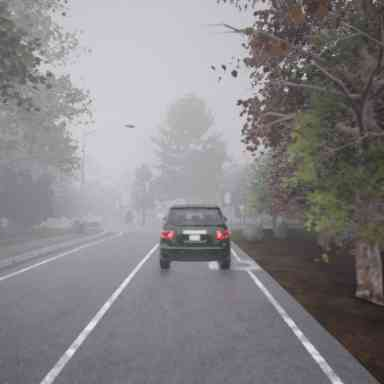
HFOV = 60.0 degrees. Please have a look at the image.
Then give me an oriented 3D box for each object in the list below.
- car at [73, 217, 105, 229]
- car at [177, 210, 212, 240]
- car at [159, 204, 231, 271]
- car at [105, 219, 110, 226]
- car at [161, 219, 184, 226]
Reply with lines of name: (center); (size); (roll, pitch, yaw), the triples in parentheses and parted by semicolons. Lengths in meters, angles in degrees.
car: (-13.945, 4.086, 43.895); (1.882, 1.535, 5.008); (5, -7, -45)
car: (0.229, 2.110, 22.210); (2.097, 1.767, 4.553); (0, -4, 2)
car: (0.102, 1.465, 11.895); (2.150, 2.045, 5.566); (0, -2, 0)
car: (-17.804, 5.918, 63.603); (1.837, 1.490, 4.892); (-3, -6, 28)
car: (-4.279, 6.649, 72.695); (4.892, 1.490, 1.837); (1, -5, -5)
